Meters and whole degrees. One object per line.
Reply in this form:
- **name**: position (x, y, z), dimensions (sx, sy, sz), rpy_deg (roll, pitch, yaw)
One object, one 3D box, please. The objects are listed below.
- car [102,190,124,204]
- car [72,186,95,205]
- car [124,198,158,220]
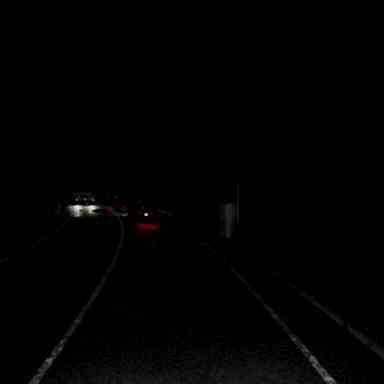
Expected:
- **car**: position (-9.770, 0.522, 41.181), dimensions (2.097, 1.767, 4.553), rpy_deg (1, 2, -23)
- **car**: position (-12.870, 0.332, 39.247), dimensions (2.150, 2.045, 5.566), rpy_deg (1, 2, -24)
- **car**: position (-3.782, 1.235, 25.109), dimensions (1.837, 1.490, 4.892), rpy_deg (1, 1, -16)
